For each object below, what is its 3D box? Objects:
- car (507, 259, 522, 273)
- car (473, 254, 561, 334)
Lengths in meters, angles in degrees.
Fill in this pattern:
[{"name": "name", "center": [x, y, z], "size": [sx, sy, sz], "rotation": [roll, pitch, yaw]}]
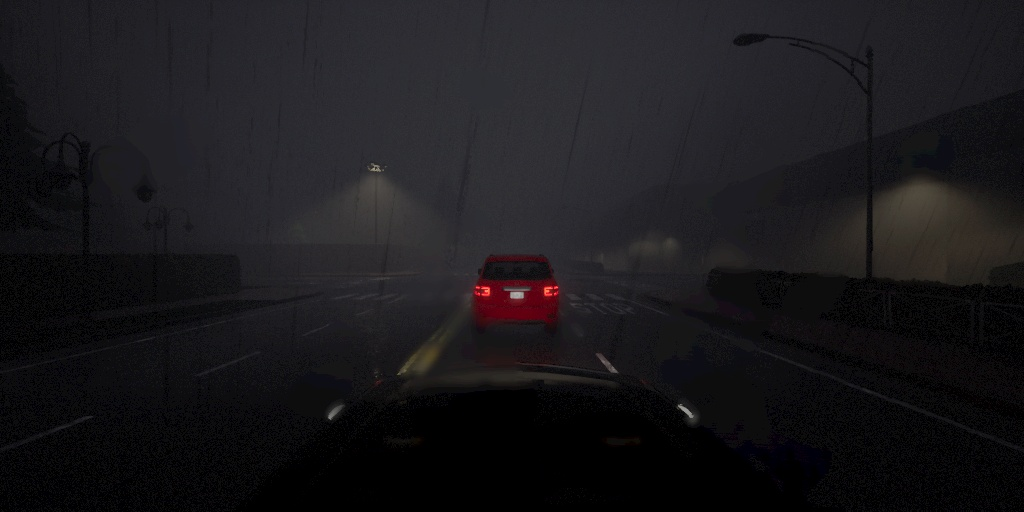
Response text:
[{"name": "car", "center": [0.338, 1.228, 45.572], "size": [1.882, 1.535, 5.008], "rotation": [0, 0, 1]}, {"name": "car", "center": [0.118, 0.971, 10.719], "size": [2.150, 2.045, 5.566], "rotation": [0, 0, 0]}]
